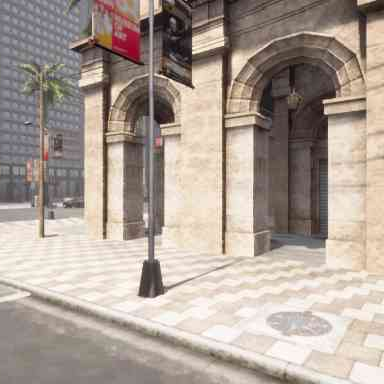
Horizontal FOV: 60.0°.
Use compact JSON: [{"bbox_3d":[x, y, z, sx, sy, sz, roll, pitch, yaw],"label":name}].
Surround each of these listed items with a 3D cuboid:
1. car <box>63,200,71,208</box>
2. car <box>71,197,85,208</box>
[{"bbox_3d":[-16.562,1.513,48.769,2.161,1.482,4.786,0,0,35],"label":"car"},{"bbox_3d":[-14.124,1.601,46.863,1.895,1.301,4.718,0,0,36],"label":"car"}]
